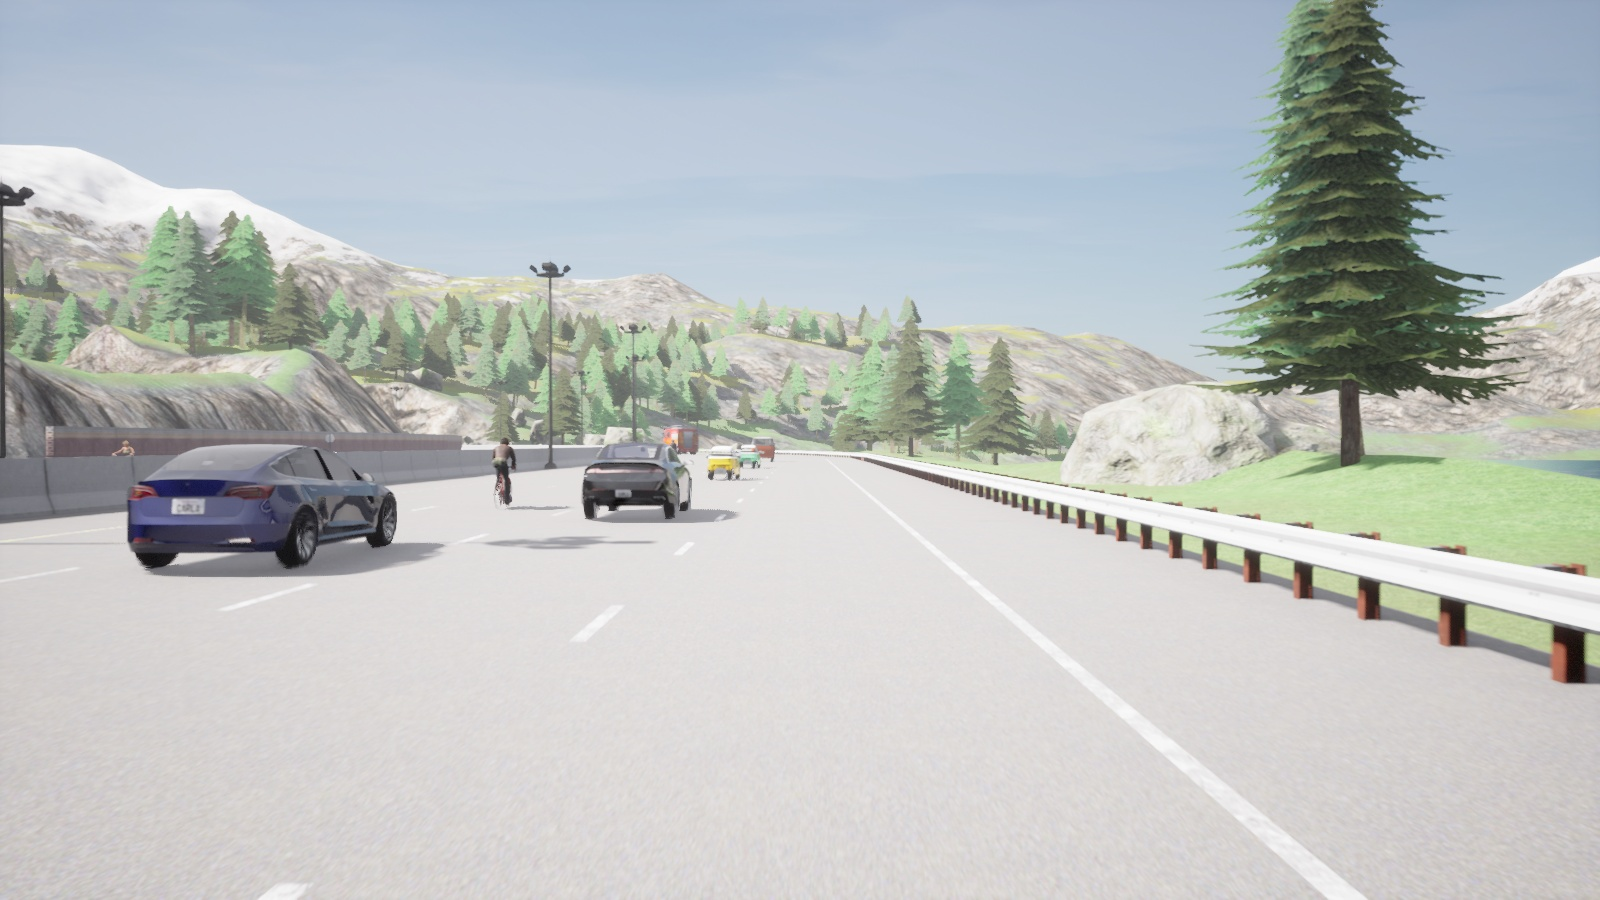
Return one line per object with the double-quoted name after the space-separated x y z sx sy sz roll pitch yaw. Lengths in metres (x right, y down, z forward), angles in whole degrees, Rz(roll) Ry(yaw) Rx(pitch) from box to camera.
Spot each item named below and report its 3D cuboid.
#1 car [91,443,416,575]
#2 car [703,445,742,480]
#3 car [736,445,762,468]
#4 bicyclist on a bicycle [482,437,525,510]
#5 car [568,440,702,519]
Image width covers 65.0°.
-6.890 0.648 16.541 2.163 1.488 4.792 0 0 0 "car"
-3.186 0.505 51.932 1.481 1.376 2.207 0 1 0 "car"
-3.052 0.374 75.211 1.481 1.376 2.207 0 1 0 "car"
-6.818 0.531 28.941 0.582 1.620 1.656 0 0 0 "bicyclist on a bicycle"
-3.333 0.551 26.367 2.128 1.511 4.902 0 0 0 "car"
